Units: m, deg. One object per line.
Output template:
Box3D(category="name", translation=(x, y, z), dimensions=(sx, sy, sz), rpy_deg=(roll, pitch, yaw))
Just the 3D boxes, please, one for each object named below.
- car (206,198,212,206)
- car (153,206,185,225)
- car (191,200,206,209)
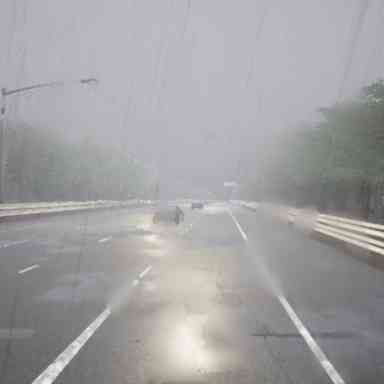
Box3D(category="car", translation=(3.598, 2.844, 86.429), dimensions=(1.837, 1.490, 4.892), rpy_deg=(1, -1, 5))
Box3D(category="car", translation=(-1.734, 1.772, 26.004), dimensions=(2.033, 1.411, 5.357), rpy_deg=(1, -1, 5))
Box3D(category="car", translation=(0.987, 2.176, 57.382), dimensions=(1.882, 1.535, 5.008), rpy_deg=(1, -1, 5))
